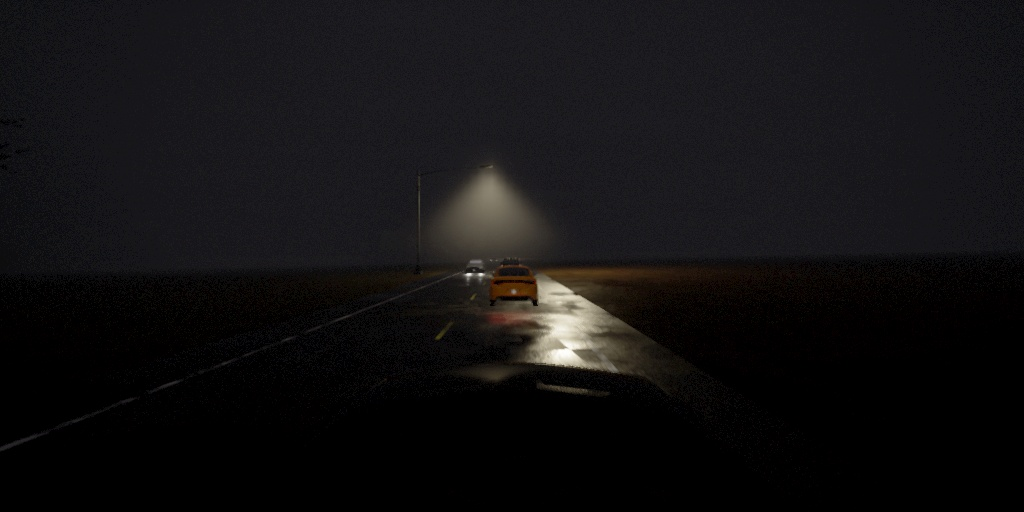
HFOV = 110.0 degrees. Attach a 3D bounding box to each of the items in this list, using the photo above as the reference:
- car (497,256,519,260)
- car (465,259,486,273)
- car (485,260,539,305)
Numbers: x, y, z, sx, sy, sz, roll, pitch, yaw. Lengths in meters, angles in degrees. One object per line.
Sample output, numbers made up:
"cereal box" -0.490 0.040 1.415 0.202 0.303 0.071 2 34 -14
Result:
"car" -0.079 0.881 33.333 2.097 1.767 4.553 0 0 -1
"car" -3.813 1.045 38.468 2.033 1.411 5.357 0 0 0
"car" 0.063 1.129 15.469 1.882 1.535 5.008 0 0 0
